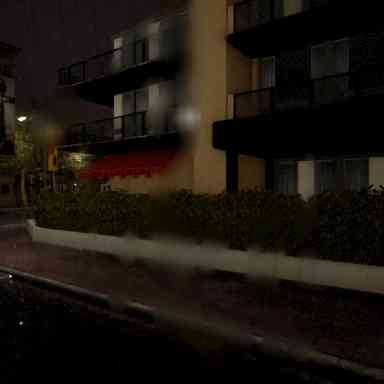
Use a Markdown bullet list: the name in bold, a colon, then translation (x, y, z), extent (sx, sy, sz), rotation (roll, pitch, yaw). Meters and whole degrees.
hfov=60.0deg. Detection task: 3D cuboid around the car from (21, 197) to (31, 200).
- **car**: translation (-35.611, 1.481, 67.681), extent (4.892, 1.521, 2.231), rotation (0, 0, 36)
